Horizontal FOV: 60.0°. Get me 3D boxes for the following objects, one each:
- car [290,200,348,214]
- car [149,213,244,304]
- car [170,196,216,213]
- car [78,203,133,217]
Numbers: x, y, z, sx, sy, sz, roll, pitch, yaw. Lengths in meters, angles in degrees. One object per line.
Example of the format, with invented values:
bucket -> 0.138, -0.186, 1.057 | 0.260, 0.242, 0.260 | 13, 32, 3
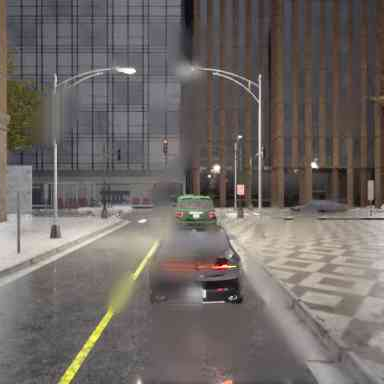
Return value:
car -> 12.734, 1.486, 33.515 | 5.357, 1.411, 2.033 | 0, 0, 0
car -> 0.082, 1.504, 8.143 | 1.837, 1.490, 4.892 | 0, 0, 0
car -> 0.040, 1.218, 18.134 | 2.150, 2.045, 5.566 | 0, 0, -3
car -> -7.779, 1.623, 30.318 | 4.718, 1.301, 1.895 | -1, 0, 0
